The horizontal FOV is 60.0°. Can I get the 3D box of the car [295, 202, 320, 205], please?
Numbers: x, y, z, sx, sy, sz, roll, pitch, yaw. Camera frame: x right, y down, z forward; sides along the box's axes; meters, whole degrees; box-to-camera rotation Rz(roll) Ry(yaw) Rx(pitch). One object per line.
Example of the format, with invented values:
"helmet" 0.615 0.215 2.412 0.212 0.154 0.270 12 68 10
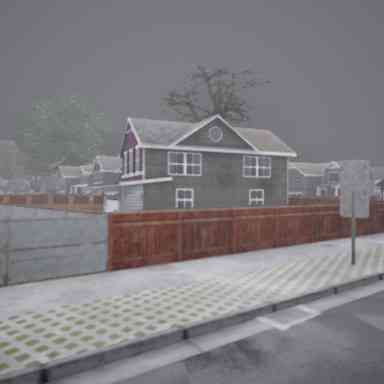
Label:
"car" 14.400 1.464 40.089 1.994 1.385 4.181 0 0 -24
